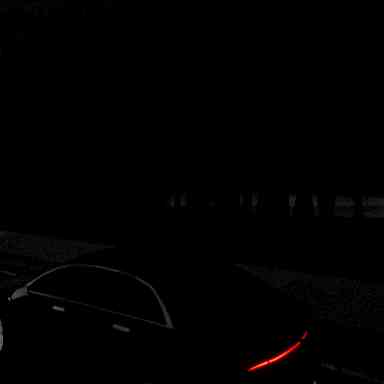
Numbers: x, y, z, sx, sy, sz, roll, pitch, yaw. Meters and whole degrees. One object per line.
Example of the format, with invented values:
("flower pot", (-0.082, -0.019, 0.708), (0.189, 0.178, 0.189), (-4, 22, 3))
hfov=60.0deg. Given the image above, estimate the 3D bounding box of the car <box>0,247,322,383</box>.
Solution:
("car", (-0.921, 1.498, 4.340), (4.892, 1.490, 1.837), (0, 0, 35))
